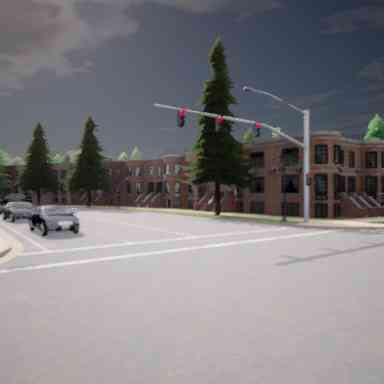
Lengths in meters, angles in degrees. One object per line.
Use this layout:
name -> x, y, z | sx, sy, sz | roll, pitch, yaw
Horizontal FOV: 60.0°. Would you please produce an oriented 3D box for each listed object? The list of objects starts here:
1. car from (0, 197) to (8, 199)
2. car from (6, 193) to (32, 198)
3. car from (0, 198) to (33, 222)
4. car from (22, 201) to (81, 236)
car -> -20.479, 1.506, 33.039 | 4.892, 1.490, 1.837 | 0, 0, 37
car -> -25.551, 1.222, 48.113 | 5.566, 2.045, 2.150 | 0, 0, 23
car -> -13.500, 1.505, 26.134 | 1.837, 1.490, 4.892 | 0, 0, -40
car -> -7.744, 1.492, 18.576 | 2.128, 1.511, 4.902 | 0, 0, -36
